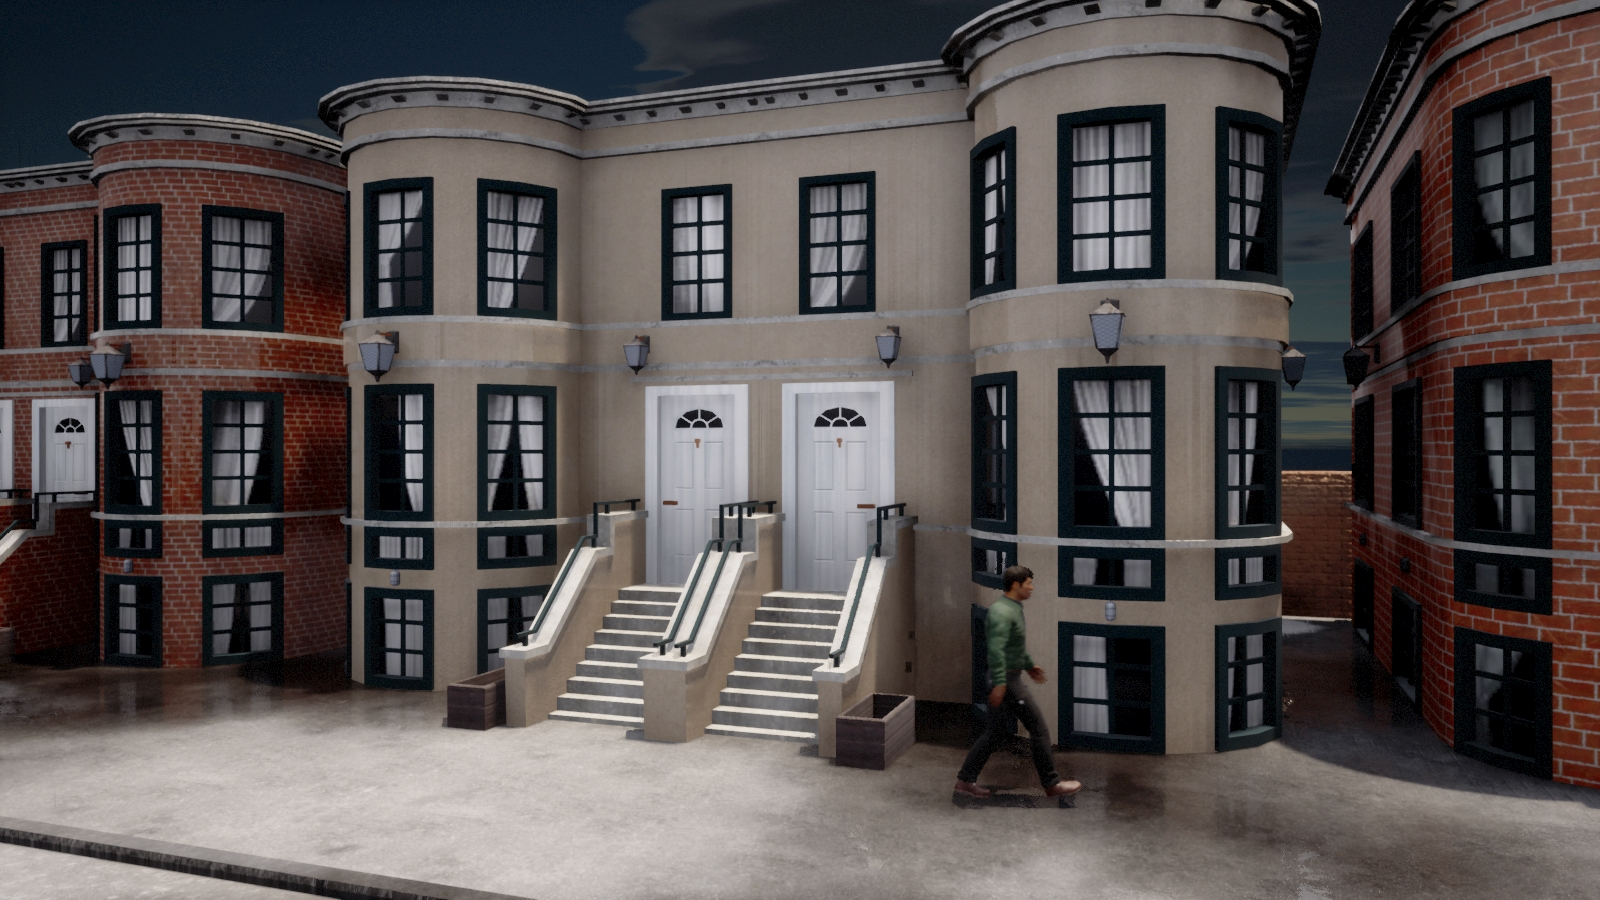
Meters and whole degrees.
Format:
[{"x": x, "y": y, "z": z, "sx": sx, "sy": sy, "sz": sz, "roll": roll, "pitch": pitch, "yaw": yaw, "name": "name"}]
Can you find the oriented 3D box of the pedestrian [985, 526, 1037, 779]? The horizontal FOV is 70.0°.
[{"x": 1.609, "y": 1.525, "z": 8.744, "sx": 0.375, "sy": 1.860, "sz": 0.375, "roll": 0, "pitch": 0, "yaw": 9, "name": "pedestrian"}]
